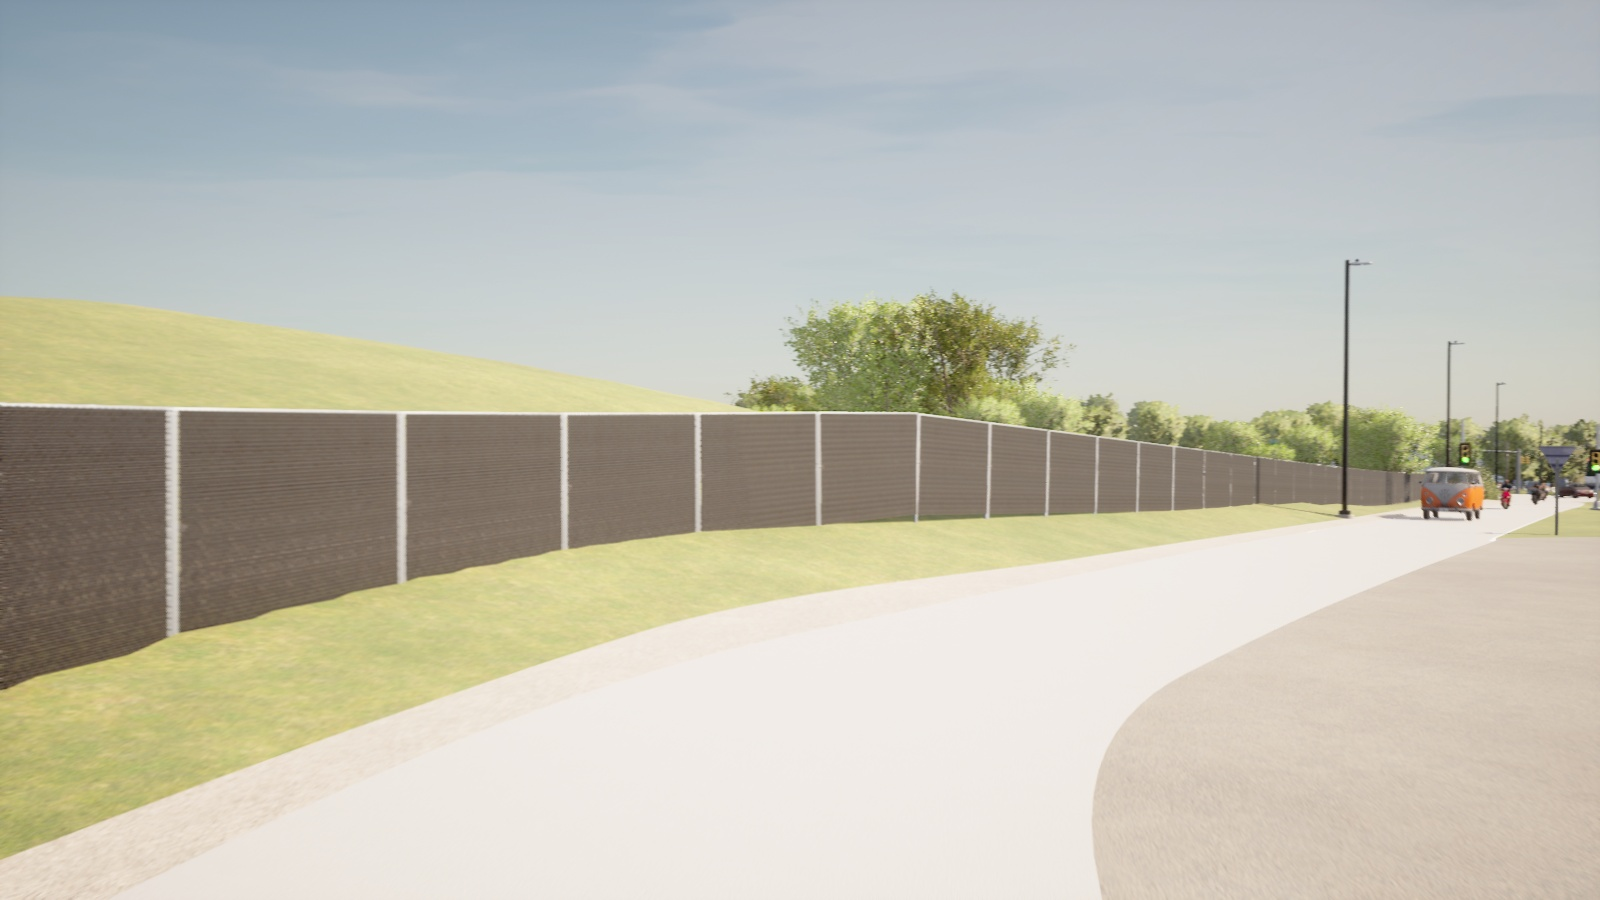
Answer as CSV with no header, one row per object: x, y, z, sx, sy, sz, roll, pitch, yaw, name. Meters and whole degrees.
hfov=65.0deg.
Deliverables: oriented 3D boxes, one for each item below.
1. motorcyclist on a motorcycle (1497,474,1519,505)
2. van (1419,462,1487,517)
37.255,2.047,66.078,0.866,1.590,1.817,0,-1,34,motorcyclist on a motorcycle
24.963,1.471,47.945,1.775,1.987,4.442,0,-1,34,van
